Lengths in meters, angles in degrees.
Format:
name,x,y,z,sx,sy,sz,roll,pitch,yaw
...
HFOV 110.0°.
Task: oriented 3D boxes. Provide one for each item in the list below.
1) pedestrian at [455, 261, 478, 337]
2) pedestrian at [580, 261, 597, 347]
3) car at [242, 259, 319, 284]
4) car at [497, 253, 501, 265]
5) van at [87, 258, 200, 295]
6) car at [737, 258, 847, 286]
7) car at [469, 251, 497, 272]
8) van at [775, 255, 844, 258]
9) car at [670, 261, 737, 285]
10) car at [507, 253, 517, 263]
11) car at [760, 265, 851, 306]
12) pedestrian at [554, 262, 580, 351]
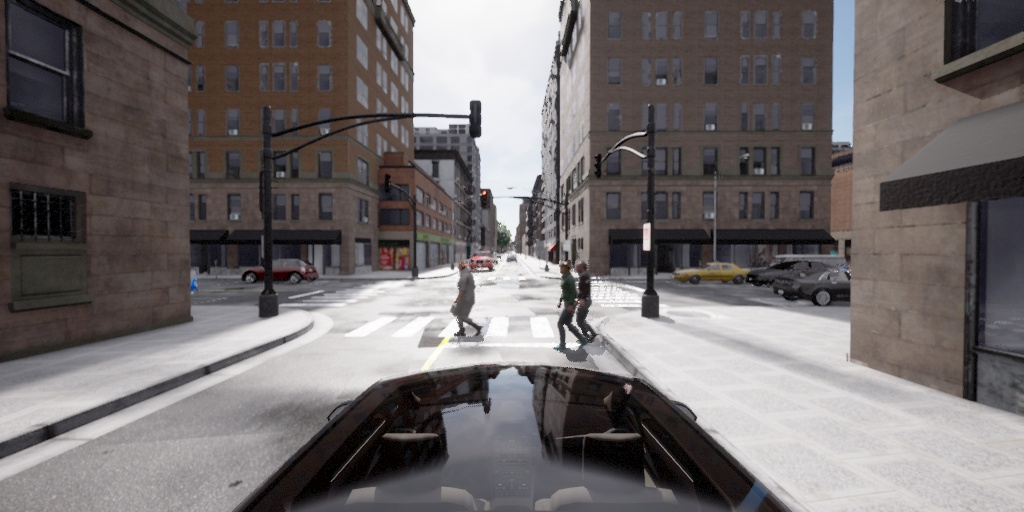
name,x,y,z,sx,sy,sz,roll,pitch,yaw
pedestrian,-1.058,0.955,8.445,0.375,1.860,0.375,0,1,0
pedestrian,1.565,0.963,7.844,0.375,1.860,0.375,0,1,0
car,-14.598,0.900,22.586,4.097,1.591,1.967,0,0,1
car,-3.069,0.578,53.145,1.812,1.442,4.674,0,1,0
van,-14.671,0.928,14.062,3.998,1.789,1.690,0,0,1
car,15.544,1.013,19.688,4.892,1.490,1.837,0,1,1
car,-3.088,0.497,37.252,2.150,2.045,5.566,0,1,0
van,18.265,0.812,22.239,3.998,1.789,1.690,0,0,1
car,12.426,0.995,22.300,4.829,1.417,1.751,0,0,1
car,0.011,0.445,64.044,2.033,1.411,5.357,0,1,0
car,12.523,1.147,13.775,4.403,1.370,2.007,0,0,1
pedestrian,1.103,0.971,7.245,0.375,1.860,0.375,0,1,0
